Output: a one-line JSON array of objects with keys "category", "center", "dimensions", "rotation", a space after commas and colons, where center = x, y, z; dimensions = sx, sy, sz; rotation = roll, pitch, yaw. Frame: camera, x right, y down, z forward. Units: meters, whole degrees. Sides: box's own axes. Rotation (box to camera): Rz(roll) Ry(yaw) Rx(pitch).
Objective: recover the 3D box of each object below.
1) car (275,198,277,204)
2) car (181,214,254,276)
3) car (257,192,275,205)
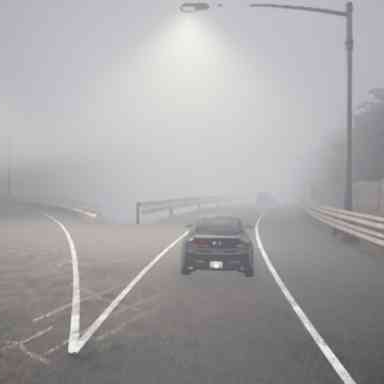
[{"category": "car", "center": [15.362, 1.454, 65.084], "dimensions": [2.097, 1.767, 4.553], "rotation": [0, -1, 19]}, {"category": "car", "center": [0.813, 1.418, 10.126], "dimensions": [1.837, 1.490, 4.892], "rotation": [0, 0, 6]}, {"category": "car", "center": [12.069, 1.118, 55.308], "dimensions": [2.150, 2.045, 5.566], "rotation": [0, -1, 18]}]
